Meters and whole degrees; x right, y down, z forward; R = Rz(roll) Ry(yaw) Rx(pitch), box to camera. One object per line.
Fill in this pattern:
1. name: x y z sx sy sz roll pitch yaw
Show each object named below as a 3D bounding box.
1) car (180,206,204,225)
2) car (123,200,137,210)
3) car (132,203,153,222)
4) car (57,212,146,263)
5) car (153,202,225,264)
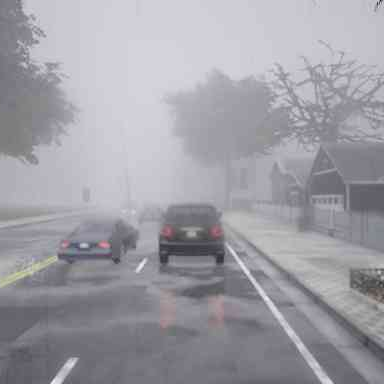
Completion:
1. car: 0.002 1.925 28.268 1.895 1.301 4.718 0 -1 0
2. car: -9.795 2.129 53.552 1.837 1.490 4.892 0 -1 0
3. car: -3.254 1.863 27.528 2.033 1.411 5.357 0 -1 0
4. car: -3.246 1.689 12.542 2.033 1.411 5.357 0 -1 0
5. car: 0.004 1.367 12.598 2.150 2.045 5.566 0 0 0
